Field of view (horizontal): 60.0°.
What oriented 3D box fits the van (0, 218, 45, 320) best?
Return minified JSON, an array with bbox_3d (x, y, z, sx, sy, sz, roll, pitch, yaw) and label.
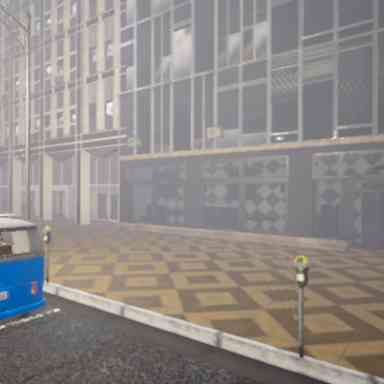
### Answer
[{"bbox_3d":[-4.347,1.296,5.980,3.998,1.788,1.690,0,0,36],"label":"van"}]
